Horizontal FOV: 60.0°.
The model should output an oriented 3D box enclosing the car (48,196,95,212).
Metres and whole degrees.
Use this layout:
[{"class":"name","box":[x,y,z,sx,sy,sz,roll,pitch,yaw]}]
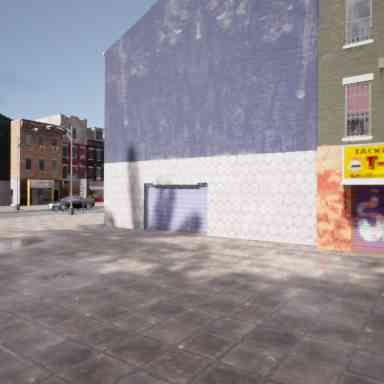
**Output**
[{"class":"car","box":[-12.378,1.180,34.458,2.128,1.511,4.902,1,1,36]}]
